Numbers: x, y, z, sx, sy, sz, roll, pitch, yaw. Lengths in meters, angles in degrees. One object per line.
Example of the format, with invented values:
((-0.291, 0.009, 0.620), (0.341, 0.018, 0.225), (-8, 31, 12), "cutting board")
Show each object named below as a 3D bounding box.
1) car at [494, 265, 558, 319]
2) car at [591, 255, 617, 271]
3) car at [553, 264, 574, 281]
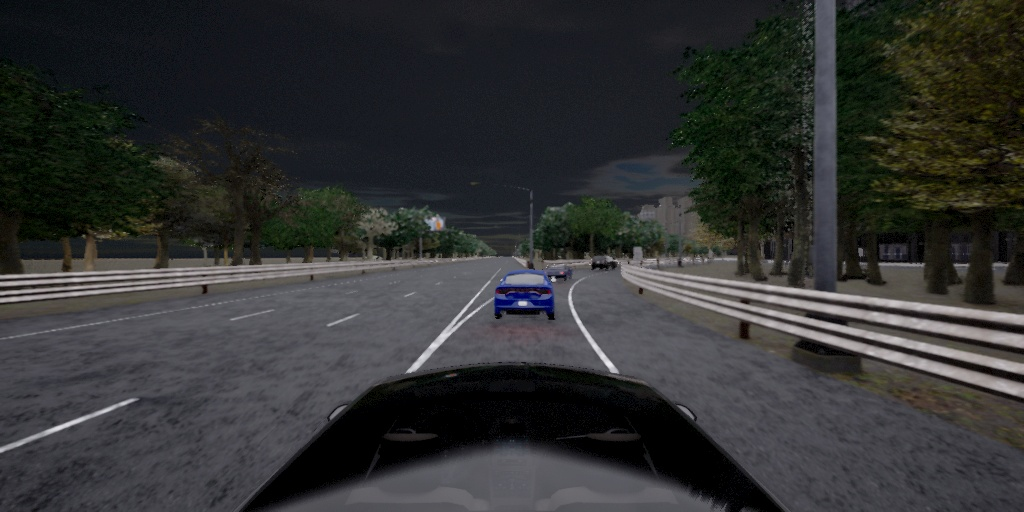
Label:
((0.562, 1.233, 12.884), (1.882, 1.535, 5.008), (0, 0, 6), "car")
((12.502, 0.910, 48.524), (2.150, 2.045, 5.566), (0, 0, 32), "car")
((3.879, 1.321, 29.482), (1.895, 1.301, 4.718), (0, 0, 17), "car")
